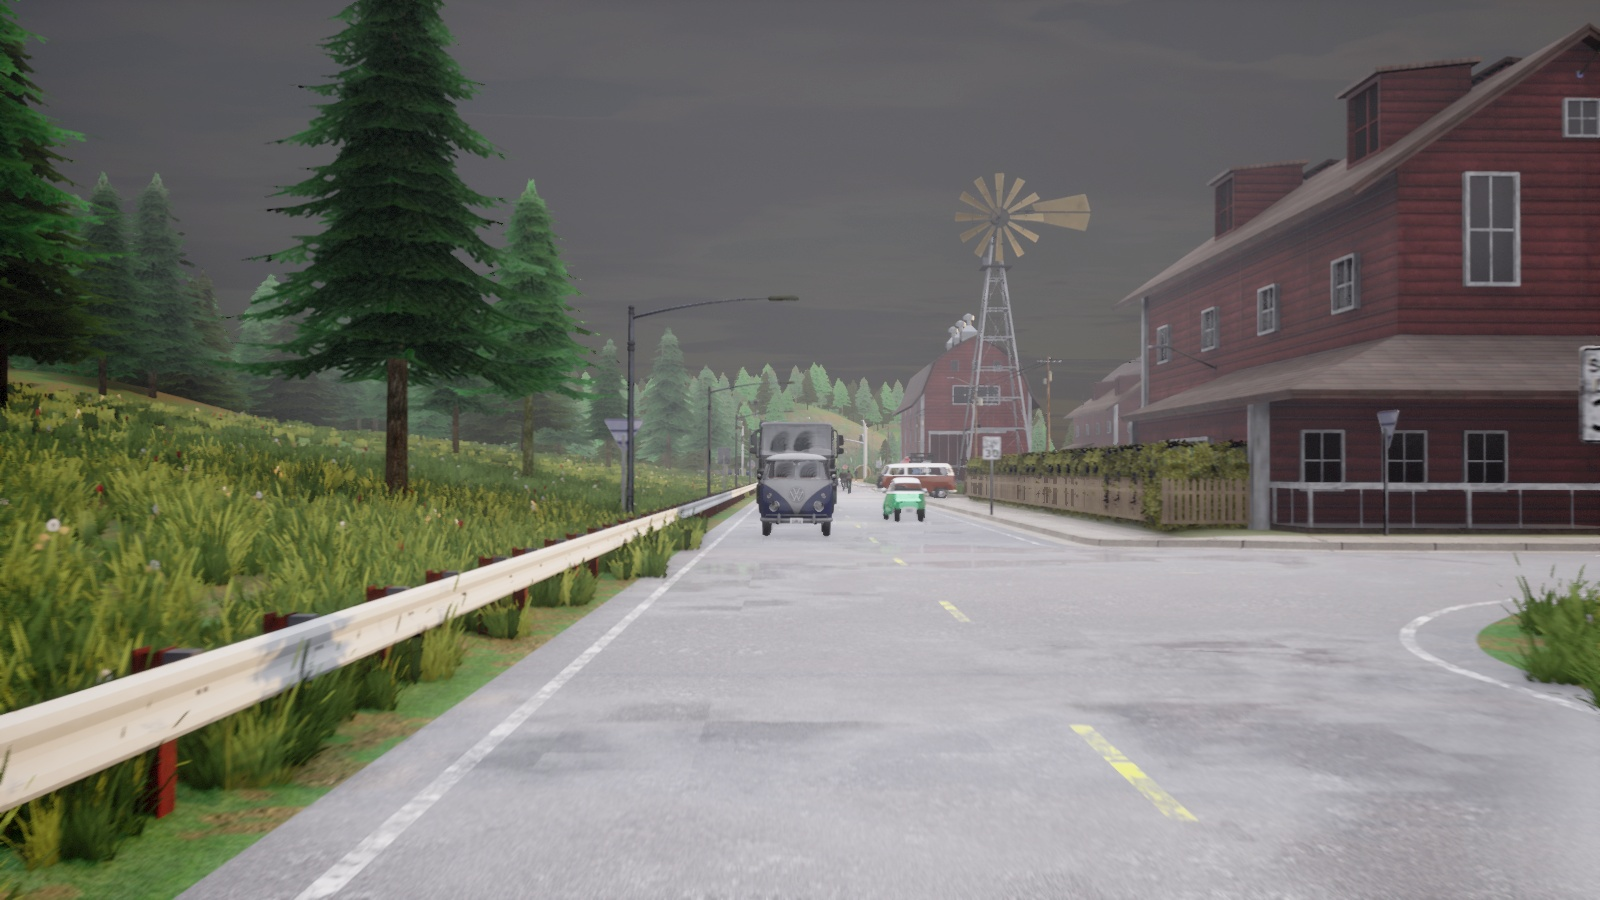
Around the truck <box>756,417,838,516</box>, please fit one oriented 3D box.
[{"bbox_3d":[-0.121,0.645,48.348,2.891,3.462,7.936,0,-1,0],"label":"truck"}]

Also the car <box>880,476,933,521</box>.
[{"bbox_3d":[3.402,1.533,40.329,1.481,1.376,2.207,0,-1,0],"label":"car"}]

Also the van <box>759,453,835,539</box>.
[{"bbox_3d":[-0.077,1.094,31.352,1.775,1.987,4.442,0,-1,0],"label":"van"}]

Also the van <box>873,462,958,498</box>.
[{"bbox_3d":[6.589,1.724,72.168,4.480,2.038,2.069,0,-2,-9],"label":"van"}]
